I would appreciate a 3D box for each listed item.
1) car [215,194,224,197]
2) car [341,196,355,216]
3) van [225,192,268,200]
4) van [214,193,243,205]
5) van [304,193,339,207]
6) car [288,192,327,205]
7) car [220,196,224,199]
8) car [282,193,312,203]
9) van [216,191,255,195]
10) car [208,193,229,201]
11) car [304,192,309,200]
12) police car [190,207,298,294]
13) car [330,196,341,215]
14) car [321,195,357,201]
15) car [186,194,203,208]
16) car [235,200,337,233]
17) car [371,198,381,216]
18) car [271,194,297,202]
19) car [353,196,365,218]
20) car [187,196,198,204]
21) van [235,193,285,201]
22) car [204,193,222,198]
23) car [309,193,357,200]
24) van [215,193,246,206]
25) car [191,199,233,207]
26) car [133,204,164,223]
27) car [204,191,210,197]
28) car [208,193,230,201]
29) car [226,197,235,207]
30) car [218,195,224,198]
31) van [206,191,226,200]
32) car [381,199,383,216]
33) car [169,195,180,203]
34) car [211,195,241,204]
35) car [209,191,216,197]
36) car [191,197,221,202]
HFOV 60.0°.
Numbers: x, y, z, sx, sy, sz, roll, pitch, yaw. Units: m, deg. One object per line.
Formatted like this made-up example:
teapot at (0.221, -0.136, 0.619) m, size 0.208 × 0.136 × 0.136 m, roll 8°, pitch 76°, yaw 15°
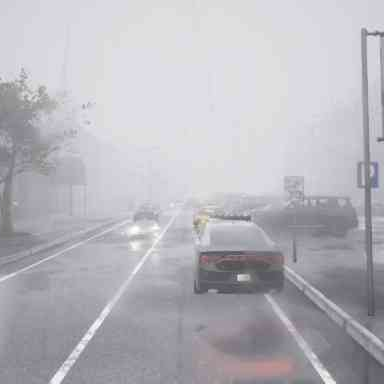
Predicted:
car at (5.786, 1.409, 42.742) m, size 4.892 × 1.521 × 2.231 m, roll 0°, pitch 0°, yaw 0°
car at (19.041, 1.445, 35.026) m, size 5.366 × 1.575 × 1.946 m, roll 0°, pitch 0°, yaw 0°
van at (5.658, 1.231, 31.526) m, size 4.442 × 1.987 × 1.878 m, roll 0°, pitch 0°, yaw 0°
van at (5.902, 1.089, 53.955) m, size 4.442 × 1.987 × 1.878 m, roll 0°, pitch 1°, yaw 0°
van at (18.980, 1.135, 48.907) m, size 4.442 × 1.987 × 1.878 m, roll 0°, pitch 1°, yaw 0°
car at (18.894, 1.060, 54.457) m, size 5.566 × 2.045 × 2.435 m, roll 0°, pitch 1°, yaw 0°
car at (5.807, 1.470, 37.131) m, size 4.792 × 1.488 × 2.163 m, roll 0°, pitch 0°, yaw 0°
car at (18.899, 1.137, 60.011) m, size 4.553 × 1.767 × 2.185 m, roll 0°, pitch 1°, yaw 0°
van at (5.898, 1.164, 45.548) m, size 4.442 × 1.987 × 1.878 m, roll 0°, pitch 0°, yaw 0°
car at (5.764, 1.015, 73.579) m, size 4.553 × 1.767 × 2.185 m, roll 0°, pitch 1°, yaw 0°
car at (18.890, 1.134, 46.131) m, size 5.566 × 2.045 × 2.435 m, roll 0°, pitch 1°, yaw 0°
police car at (0.992, 1.422, 8.915) m, size 1.930 × 1.638 × 5.238 m, roll 0°, pitch 0°, yaw 0°
car at (18.828, 1.469, 37.798) m, size 4.792 × 1.488 × 2.163 m, roll 0°, pitch 0°, yaw 0°
car at (18.887, 1.453, 40.581) m, size 4.792 × 1.488 × 2.163 m, roll 0°, pitch 0°, yaw 0°
car at (0.096, 1.429, 45.245) m, size 2.033 × 1.411 × 5.357 m, roll 0°, pitch 0°, yaw 0°
car at (5.584, 1.467, 20.309) m, size 5.366 × 1.575 × 1.946 m, roll 0°, pitch 0°, yaw 0°
car at (18.847, 1.462, 29.471) m, size 4.892 × 1.521 × 2.231 m, roll 0°, pitch 0°, yaw 0°
car at (18.878, 1.189, 68.339) m, size 4.892 × 1.521 × 2.231 m, roll 0°, pitch 1°, yaw 0°
car at (18.849, 1.455, 32.249) m, size 5.008 × 1.535 × 2.097 m, roll 0°, pitch 0°, yaw 0°
car at (0.108, 1.355, 58.663) m, size 1.994 × 1.385 × 4.181 m, roll 0°, pitch 0°, yaw 0°
van at (5.889, 1.238, 25.915) m, size 4.442 × 1.987 × 1.878 m, roll 0°, pitch 0°, yaw 0°
car at (5.834, 0.995, 93.202) m, size 4.792 × 1.488 × 2.163 m, roll 0°, pitch 1°, yaw 0°
car at (18.832, 1.154, 43.354) m, size 5.566 × 2.045 × 2.435 m, roll 0°, pitch 0°, yaw 0°
van at (5.901, 1.114, 51.152) m, size 4.442 × 1.987 × 1.878 m, roll 0°, pitch 1°, yaw 0°
car at (1.010, 1.438, 19.008) m, size 1.801 × 1.575 × 5.366 m, roll 0°, pitch 0°, yaw 0°
car at (-3.303, 1.568, 25.553) m, size 1.895 × 1.301 × 4.718 m, roll 0°, pitch 0°, yaw 0°
car at (5.762, 0.964, 65.168) m, size 5.566 × 2.045 × 2.435 m, roll 0°, pitch 1°, yaw 0°
car at (5.762, 1.040, 70.775) m, size 4.553 × 1.767 × 2.185 m, roll 0°, pitch 1°, yaw 0°
car at (5.768, 1.461, 28.719) m, size 5.008 × 1.535 × 2.097 m, roll 0°, pitch 0°, yaw 0°
car at (5.776, 1.466, 39.939) m, size 4.674 × 1.452 × 2.002 m, roll 0°, pitch 0°, yaw 0°
van at (5.681, 0.865, 79.184) m, size 4.442 × 1.987 × 1.878 m, roll 0°, pitch 1°, yaw 0°
car at (18.823, 1.213, 26.696) m, size 5.566 × 2.045 × 2.435 m, roll 0°, pitch 0°, yaw 0°
car at (-3.137, 1.259, 61.515) m, size 2.128 × 1.511 × 4.902 m, roll 0°, pitch 0°, yaw 0°
car at (5.781, 1.291, 56.761) m, size 4.892 × 1.521 × 2.231 m, roll 0°, pitch 1°, yaw 0°
car at (5.755, 1.114, 48.348) m, size 5.566 × 2.045 × 2.435 m, roll 0°, pitch 1°, yaw 0°
car at (1.021, 1.424, 25.015) m, size 1.801 × 1.575 × 5.366 m, roll 0°, pitch 0°, yaw 0°
